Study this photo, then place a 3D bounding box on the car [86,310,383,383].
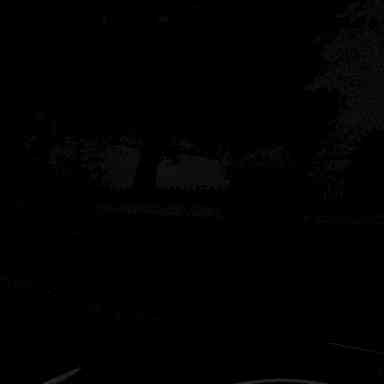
[{"bbox_3d":[1.072,1.550,2.131,4.403,1.369,2.008,0,0,35],"label":"car"}]
